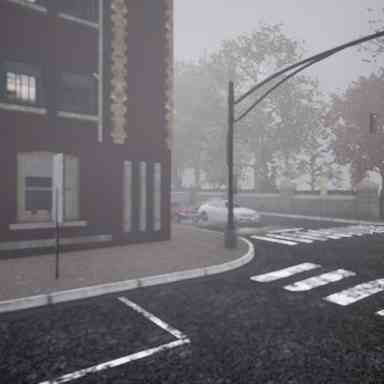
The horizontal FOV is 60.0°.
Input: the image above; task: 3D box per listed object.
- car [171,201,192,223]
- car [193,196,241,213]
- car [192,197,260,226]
[{"bbox_3d":[-1.140,1.266,22.018,1.802,1.307,4.206,2,0,-36],"label":"car"},{"bbox_3d":[2.295,1.144,31.554,1.752,1.417,4.829,2,0,-36],"label":"car"},{"bbox_3d":[2.289,1.261,21.665,1.812,1.442,4.674,0,1,-35],"label":"car"}]
